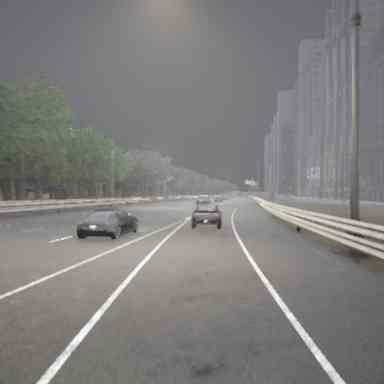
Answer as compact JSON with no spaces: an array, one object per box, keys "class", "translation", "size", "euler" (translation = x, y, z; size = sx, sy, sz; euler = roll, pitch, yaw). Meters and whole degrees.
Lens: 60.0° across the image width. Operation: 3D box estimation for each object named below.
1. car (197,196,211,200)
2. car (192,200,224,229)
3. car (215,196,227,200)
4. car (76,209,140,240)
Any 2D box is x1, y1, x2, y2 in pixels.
[{"class":"car","translation":[1.760,1.482,52.104],"size":[2.097,1.767,4.553],"euler":[1,0,9]},{"class":"car","translation":[1.067,1.537,22.172],"size":[2.128,1.511,4.902],"euler":[0,0,6]},{"class":"car","translation":[6.673,1.784,81.764],"size":[2.128,1.511,4.902],"euler":[1,0,9]},{"class":"car","translation":[-4.136,1.553,16.956],"size":[1.994,1.385,4.181],"euler":[0,0,10]}]
